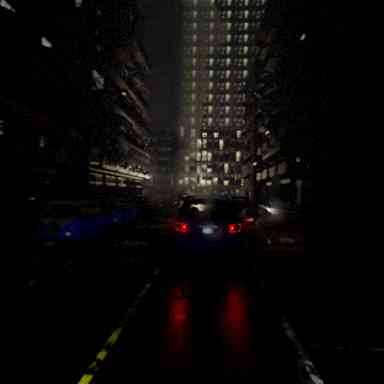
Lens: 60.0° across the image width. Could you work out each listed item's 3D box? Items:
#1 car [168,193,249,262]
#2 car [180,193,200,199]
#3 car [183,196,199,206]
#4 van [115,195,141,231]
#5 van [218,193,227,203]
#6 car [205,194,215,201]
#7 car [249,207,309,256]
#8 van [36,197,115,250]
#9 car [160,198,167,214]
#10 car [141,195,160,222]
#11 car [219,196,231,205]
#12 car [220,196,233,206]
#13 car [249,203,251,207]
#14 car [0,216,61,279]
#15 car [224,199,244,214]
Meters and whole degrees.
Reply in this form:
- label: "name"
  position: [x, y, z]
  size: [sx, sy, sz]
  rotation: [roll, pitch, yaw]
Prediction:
- label: "car"
  position: [0.601, 1.205, 12.207]
  size: [2.150, 2.045, 5.566]
  rotation: [1, 0, 3]
- label: "car"
  position: [-0.520, 1.000, 85.101]
  size: [4.902, 1.511, 2.128]
  rotation: [2, 0, 33]
- label: "car"
  position: [-0.093, 1.284, 49.641]
  size: [2.033, 1.411, 5.357]
  rotation: [1, 0, 3]
- label: "van"
  position: [-4.340, 1.190, 19.034]
  size: [1.690, 1.788, 3.998]
  rotation: [1, 0, 3]
- label: "van"
  position: [6.319, 1.229, 69.288]
  size: [1.690, 1.788, 3.998]
  rotation: [1, 0, 3]
- label: "car"
  position: [4.088, 1.326, 75.991]
  size: [1.837, 1.490, 4.892]
  rotation: [1, 0, -1]
- label: "car"
  position: [3.221, 1.539, 13.141]
  size: [1.752, 1.417, 4.829]
  rotation: [1, 0, 3]
- label: "van"
  position: [-4.651, 1.205, 13.403]
  size: [1.690, 1.788, 3.998]
  rotation: [1, 0, 3]
- label: "car"
  position: [-3.726, 1.403, 30.300]
  size: [1.802, 1.307, 4.206]
  rotation: [1, 0, 3]
- label: "car"
  position: [-4.030, 1.150, 24.666]
  size: [2.192, 1.841, 5.009]
  rotation: [1, 0, 3]
- label: "car"
  position: [5.704, 1.434, 58.195]
  size: [1.752, 1.417, 4.829]
  rotation: [1, 0, 3]
- label: "car"
  position: [5.393, 1.445, 52.563]
  size: [1.752, 1.417, 4.829]
  rotation: [1, 0, 3]
- label: "car"
  position: [3.521, 1.544, 18.603]
  size: [1.887, 1.381, 4.507]
  rotation: [1, 0, 3]
- label: "car"
  position: [-4.967, 1.461, 7.772]
  size: [1.802, 1.307, 4.206]
  rotation: [1, 0, 3]
- label: "car"
  position: [4.462, 1.483, 35.668]
  size: [1.752, 1.417, 4.829]
  rotation: [1, 0, 3]
